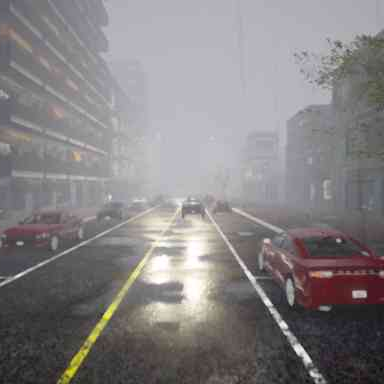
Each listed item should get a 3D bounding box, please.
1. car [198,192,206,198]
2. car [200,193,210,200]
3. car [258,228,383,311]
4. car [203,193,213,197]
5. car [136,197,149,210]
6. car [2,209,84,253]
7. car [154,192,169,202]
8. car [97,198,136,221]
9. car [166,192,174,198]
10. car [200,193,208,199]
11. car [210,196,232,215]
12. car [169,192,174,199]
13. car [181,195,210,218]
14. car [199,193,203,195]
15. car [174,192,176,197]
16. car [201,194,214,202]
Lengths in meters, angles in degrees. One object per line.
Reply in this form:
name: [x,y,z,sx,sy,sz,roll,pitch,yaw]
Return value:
car: [2.668,0.831,87.031,1.947,1.339,4.313,-1,0,0]
car: [2.670,0.952,69.999,1.887,1.381,4.507,-1,0,0]
car: [2.679,1.479,7.550,1.887,1.381,4.507,-1,0,0]
car: [2.673,1.116,52.968,1.947,1.339,4.313,-1,0,0]
car: [-5.705,1.244,35.963,2.008,1.369,4.403,-1,0,0]
car: [-5.702,1.430,13.255,1.887,1.381,4.507,-1,0,0]
car: [-5.709,1.068,58.672,1.947,1.339,4.313,-1,0,0]
car: [-5.703,1.355,24.609,1.947,1.339,4.313,-1,0,0]
car: [-5.714,0.704,87.058,1.967,1.590,4.097,-1,0,0]
car: [2.669,0.884,75.846,1.752,1.417,4.829,-1,0,0]
car: [2.676,1.323,30.259,1.802,1.307,4.206,-1,0,0]
car: [-5.711,0.941,75.704,1.802,1.307,4.206,-1,0,0]
car: [0.097,1.257,27.471,2.128,1.511,4.902,0,1,0]
car: [0.093,1.097,46.329,2.128,1.511,4.902,0,0,0]
car: [-5.712,0.878,81.382,1.947,1.339,4.313,-1,0,0]
car: [2.672,1.054,58.645,2.008,1.369,4.403,-1,0,0]
